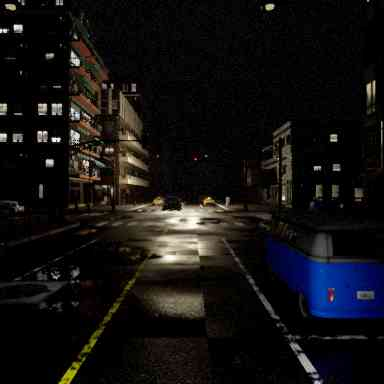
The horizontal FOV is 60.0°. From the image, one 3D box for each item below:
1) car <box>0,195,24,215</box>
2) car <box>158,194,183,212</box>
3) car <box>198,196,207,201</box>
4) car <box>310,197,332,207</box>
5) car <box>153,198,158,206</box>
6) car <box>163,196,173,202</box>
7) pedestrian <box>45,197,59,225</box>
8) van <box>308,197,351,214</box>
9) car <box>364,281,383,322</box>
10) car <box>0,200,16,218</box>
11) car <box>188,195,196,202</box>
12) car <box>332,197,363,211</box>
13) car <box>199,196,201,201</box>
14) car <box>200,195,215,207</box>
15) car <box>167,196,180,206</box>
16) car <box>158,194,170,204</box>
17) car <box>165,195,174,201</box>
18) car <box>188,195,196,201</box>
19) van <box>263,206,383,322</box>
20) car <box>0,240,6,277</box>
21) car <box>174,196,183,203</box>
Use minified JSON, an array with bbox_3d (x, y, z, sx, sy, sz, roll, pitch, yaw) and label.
[{"bbox_3d":[-18.390,1.183,30.330,5.566,2.045,2.150,0,0,0],"label":"car"},{"bbox_3d":[-2.527,1.381,40.116,2.097,1.767,4.553,0,0,-9],"label":"car"},{"bbox_3d":[2.661,1.638,84.961,2.008,1.369,4.403,0,0,0],"label":"car"},{"bbox_3d":[14.898,1.548,33.624,5.008,1.535,1.882,0,0,0],"label":"car"},{"bbox_3d":[-5.709,1.566,57.092,1.752,1.417,4.829,0,0,0],"label":"car"},{"bbox_3d":[-5.717,1.627,79.419,2.008,1.369,4.403,0,0,0],"label":"car"},{"bbox_3d":[-8.840,1.147,21.034,0.375,1.860,0.375,0,0,0],"label":"pedestrian"},{"bbox_3d":[14.886,1.424,36.215,3.998,1.788,1.690,0,0,0],"label":"van"},{"bbox_3d":[2.660,1.582,1.251,1.802,1.307,4.206,0,0,0],"label":"car"},{"bbox_3d":[-17.476,1.533,27.744,4.206,1.307,1.802,0,0,0],"label":"car"},{"bbox_3d":[-0.029,1.614,78.114,2.033,1.411,5.357,0,0,0],"label":"car"},{"bbox_3d":[14.912,1.357,27.836,5.009,1.841,2.192,0,0,0],"label":"car"},{"bbox_3d":[2.669,1.630,62.805,1.802,1.307,4.206,0,0,0],"label":"car"},{"bbox_3d":[2.674,1.559,51.897,1.752,1.417,4.829,0,0,0],"label":"car"},{"bbox_3d":[-3.104,1.518,57.470,1.882,1.535,5.008,0,0,0],"label":"car"},{"bbox_3d":[-5.712,1.372,68.341,2.192,1.841,5.009,0,0,0],"label":"car"},{"bbox_3d":[-5.719,1.613,84.788,1.752,1.417,4.829,0,0,0],"label":"car"},{"bbox_3d":[-0.032,1.462,88.535,1.882,1.535,5.008,0,0,0],"label":"car"},{"bbox_3d":[2.658,1.342,6.940,1.690,1.788,3.998,0,0,0],"label":"van"},{"bbox_3d":[-5.690,1.567,6.962,1.947,1.339,4.313,0,0,0],"label":"car"},{"bbox_3d":[-3.027,1.589,73.336,1.812,1.442,4.674,0,0,0],"label":"car"}]
